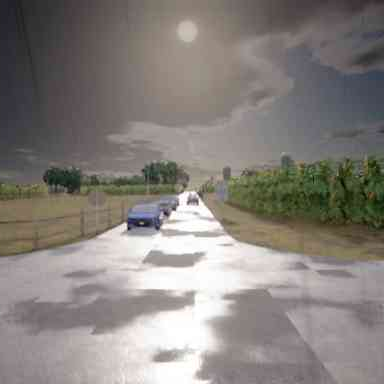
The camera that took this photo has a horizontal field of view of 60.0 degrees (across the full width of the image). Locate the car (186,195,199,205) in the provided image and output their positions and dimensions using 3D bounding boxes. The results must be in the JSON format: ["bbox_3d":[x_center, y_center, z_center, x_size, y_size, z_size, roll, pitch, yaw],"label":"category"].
[{"bbox_3d":[0.128,1.241,52.609,1.812,1.442,4.674,0,1,0],"label":"car"}]

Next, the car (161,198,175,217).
[{"bbox_3d":[-2.830,1.485,29.796,1.895,1.301,4.718,0,0,0],"label":"car"}]

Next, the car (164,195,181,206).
[{"bbox_3d":[-2.768,1.237,49.050,2.128,1.511,4.902,0,1,1],"label":"car"}]

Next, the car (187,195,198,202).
[{"bbox_3d":[0.107,1.208,63.028,1.895,1.301,4.718,0,1,0],"label":"car"}]

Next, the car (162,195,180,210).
[{"bbox_3d":[-2.814,1.179,38.781,2.097,1.767,4.553,0,0,0],"label":"car"}]

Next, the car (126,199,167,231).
[{"bbox_3d":[-2.791,1.410,20.483,1.882,1.535,5.008,0,0,-2],"label":"car"}]
